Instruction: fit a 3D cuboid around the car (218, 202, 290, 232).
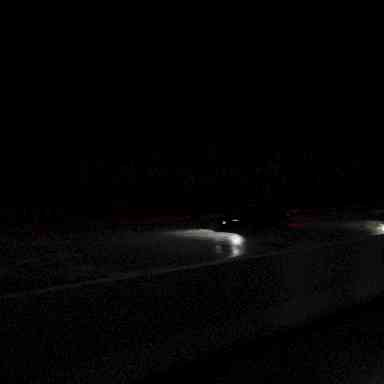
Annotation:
[{"bbox_3d":[3.730,1.407,19.567,4.892,1.490,1.837,-1,0,-36],"label":"car"}]
